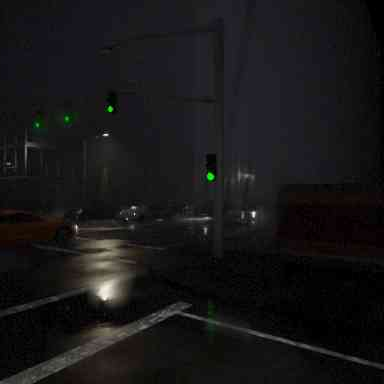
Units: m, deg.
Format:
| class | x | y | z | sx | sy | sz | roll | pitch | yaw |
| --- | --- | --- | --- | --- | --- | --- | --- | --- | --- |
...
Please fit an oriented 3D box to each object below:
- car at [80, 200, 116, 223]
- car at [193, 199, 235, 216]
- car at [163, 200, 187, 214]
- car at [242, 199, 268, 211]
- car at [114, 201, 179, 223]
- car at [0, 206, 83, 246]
| class | x | y | z | sx | sy | sz | roll | pitch | yaw |
| --- | --- | --- | --- | --- | --- | --- | --- | --- | --- |
| car | -7.706 | 1.407 | 26.001 | 2.097 | 1.767 | 4.553 | 0 | 0 | 36 |
| car | 2.076 | 1.533 | 33.653 | 1.882 | 1.535 | 5.008 | 0 | 0 | 35 |
| car | -2.387 | 1.560 | 33.433 | 1.837 | 1.490 | 4.892 | 0 | 0 | 36 |
| car | 8.048 | 1.581 | 41.971 | 1.812 | 1.442 | 4.674 | 0 | 0 | 36 |
| car | -3.441 | 1.656 | 25.951 | 1.895 | 1.301 | 4.718 | 0 | 0 | 36 |
| car | -7.419 | 1.519 | 14.033 | 1.882 | 1.535 | 5.008 | 0 | -1 | 36 |
